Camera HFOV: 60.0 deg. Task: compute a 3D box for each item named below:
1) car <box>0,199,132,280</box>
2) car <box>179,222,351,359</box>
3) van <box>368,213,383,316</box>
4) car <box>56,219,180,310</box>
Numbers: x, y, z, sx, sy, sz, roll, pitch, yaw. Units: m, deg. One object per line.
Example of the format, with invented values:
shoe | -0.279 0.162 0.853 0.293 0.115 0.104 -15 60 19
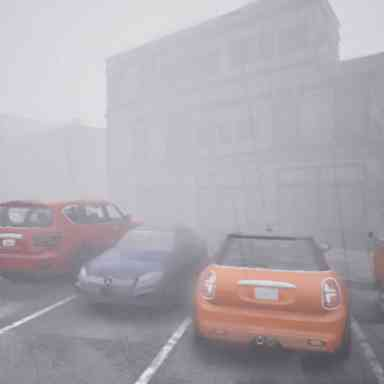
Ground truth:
car | -3.241 1.233 9.792 2.435 2.045 5.566 0 -1 15
car | 1.521 1.357 6.331 2.185 1.767 4.553 0 -1 15
van | 3.949 1.262 4.772 1.878 1.987 4.442 0 -1 15
car | -0.855 1.523 8.059 2.002 1.452 4.674 1 -1 16
